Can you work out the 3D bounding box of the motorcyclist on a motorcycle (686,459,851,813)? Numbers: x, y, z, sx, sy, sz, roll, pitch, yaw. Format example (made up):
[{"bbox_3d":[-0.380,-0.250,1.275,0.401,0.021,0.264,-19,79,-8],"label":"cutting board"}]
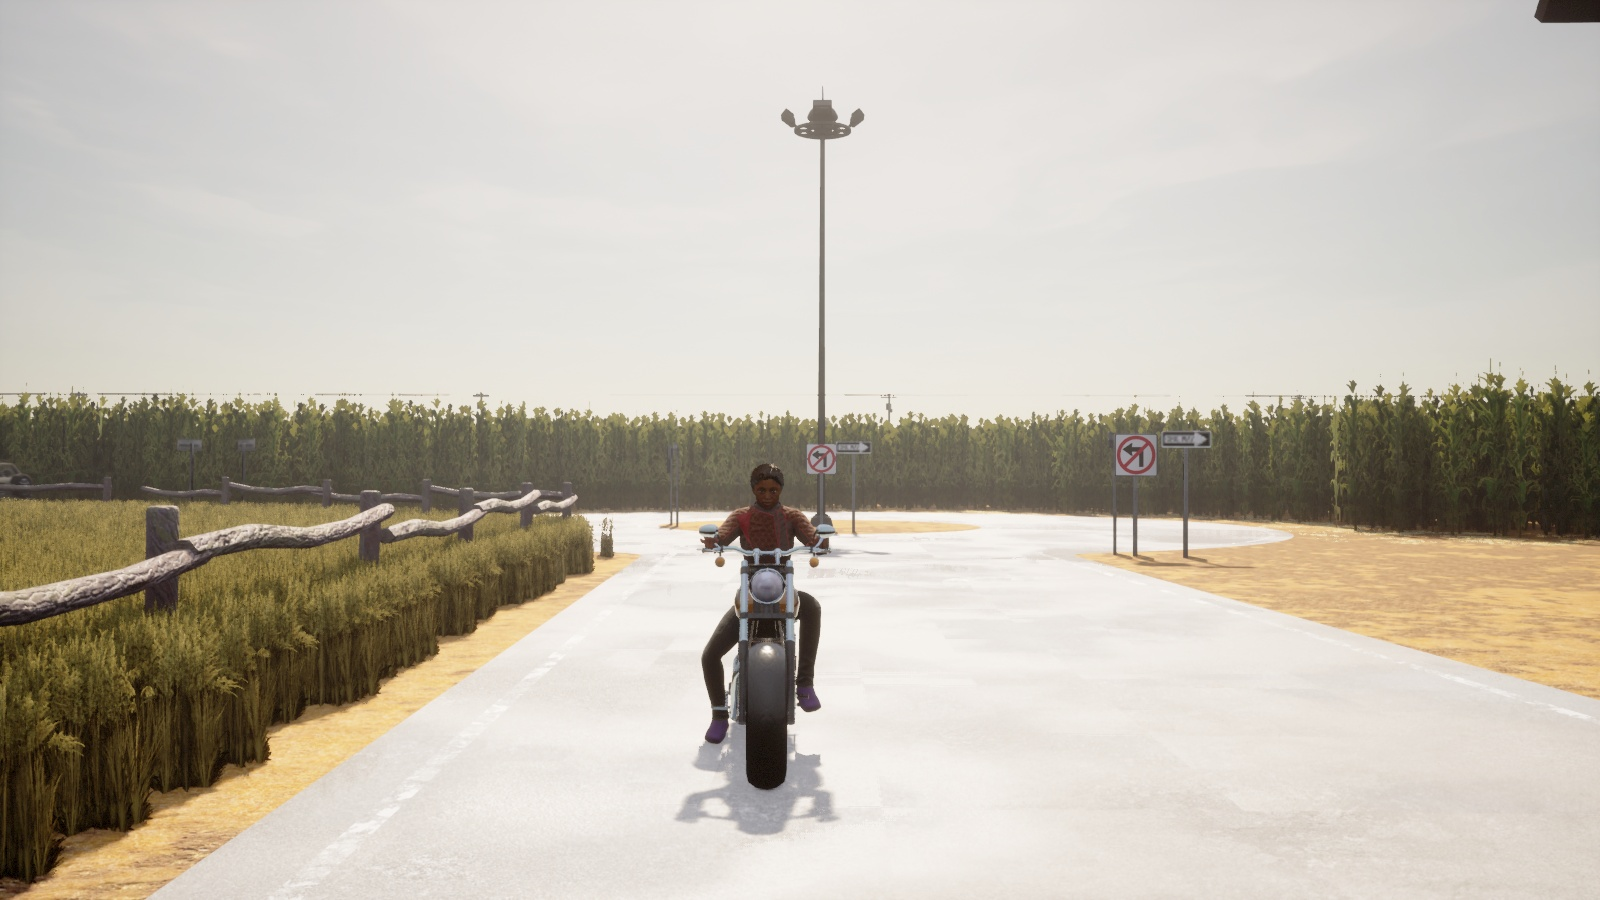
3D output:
[{"bbox_3d":[-0.180,0.884,7.063,0.766,1.649,2.350,0,-1,-2],"label":"motorcyclist on a motorcycle"}]

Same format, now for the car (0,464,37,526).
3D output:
[{"bbox_3d":[-25.908,1.346,37.883,4.605,1.855,1.932,0,-1,2],"label":"car"}]
